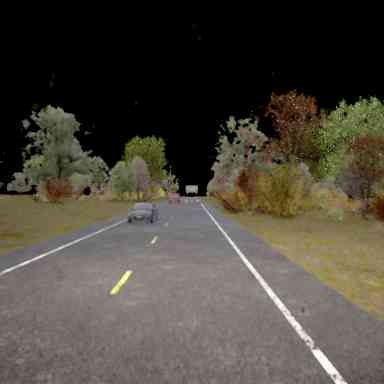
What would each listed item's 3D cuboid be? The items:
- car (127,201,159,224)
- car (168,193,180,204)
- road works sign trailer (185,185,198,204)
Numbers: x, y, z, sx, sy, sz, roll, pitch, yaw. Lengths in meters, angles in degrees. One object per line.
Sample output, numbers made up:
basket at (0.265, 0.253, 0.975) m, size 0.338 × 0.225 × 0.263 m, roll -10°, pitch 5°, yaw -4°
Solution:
car at (-3.598, 1.491, 25.041) m, size 1.837 × 1.490 × 4.892 m, roll 0°, pitch 0°, yaw 0°
car at (-3.500, 1.231, 66.809) m, size 2.150 × 2.045 × 5.566 m, roll 0°, pitch 0°, yaw 0°
road works sign trailer at (-0.014, 0.450, 64.193) m, size 2.380 × 3.560 × 2.880 m, roll 0°, pitch 1°, yaw 0°
